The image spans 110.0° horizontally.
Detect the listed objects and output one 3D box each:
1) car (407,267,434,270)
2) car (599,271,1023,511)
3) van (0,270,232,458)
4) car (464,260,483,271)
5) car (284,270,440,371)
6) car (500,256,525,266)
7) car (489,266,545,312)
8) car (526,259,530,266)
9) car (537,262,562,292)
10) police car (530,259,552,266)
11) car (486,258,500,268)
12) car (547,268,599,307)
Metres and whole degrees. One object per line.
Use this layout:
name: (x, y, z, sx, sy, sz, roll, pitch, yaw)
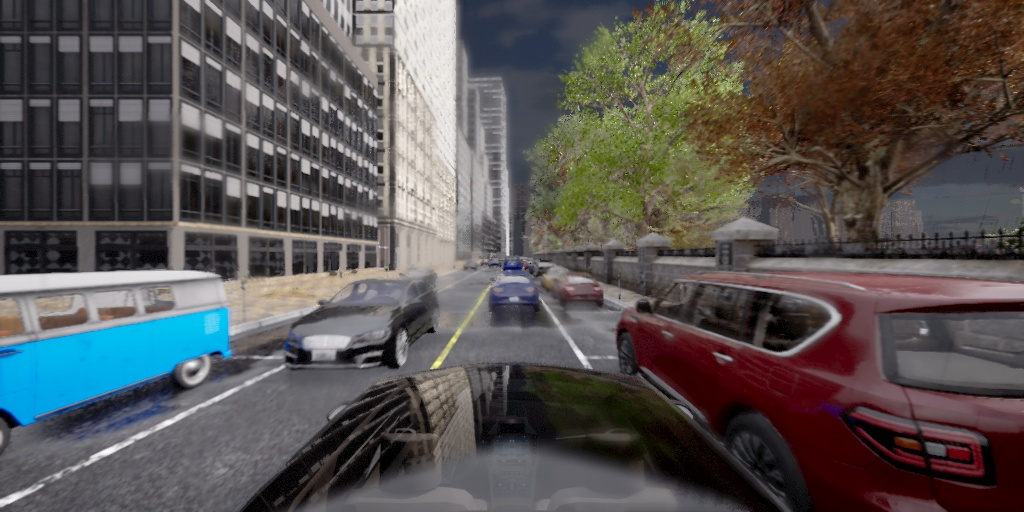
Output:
car: (-5.486, 1.306, 21.112, 2.007, 1.370, 4.403, 0, 0, 0)
car: (2.710, 1.063, 3.952, 2.192, 1.841, 5.009, 0, 0, 0)
van: (-5.461, 1.094, 4.229, 1.690, 1.789, 3.998, 0, 0, 0)
car: (-5.529, 1.329, 49.249, 1.948, 1.339, 4.313, 0, 0, 0)
car: (-2.855, 1.243, 7.898, 2.128, 1.511, 4.902, 0, 0, 0)
car: (0.043, 0.979, 41.179, 2.150, 2.045, 5.566, 0, 0, 0)
car: (0.085, 1.277, 14.189, 1.812, 1.442, 4.674, 0, 0, 0)
car: (2.935, 1.107, 38.451, 2.097, 1.767, 4.553, 0, 0, 0)
car: (2.684, 1.276, 20.998, 1.751, 1.417, 4.829, 0, 0, 0)
police car: (2.967, 1.178, 31.591, 1.930, 1.638, 5.238, 0, 0, 0)
car: (-2.837, 1.119, 61.200, 2.097, 1.767, 4.553, 0, 0, 1)
car: (2.693, 1.332, 15.203, 1.802, 1.307, 4.207, 0, 0, 0)
